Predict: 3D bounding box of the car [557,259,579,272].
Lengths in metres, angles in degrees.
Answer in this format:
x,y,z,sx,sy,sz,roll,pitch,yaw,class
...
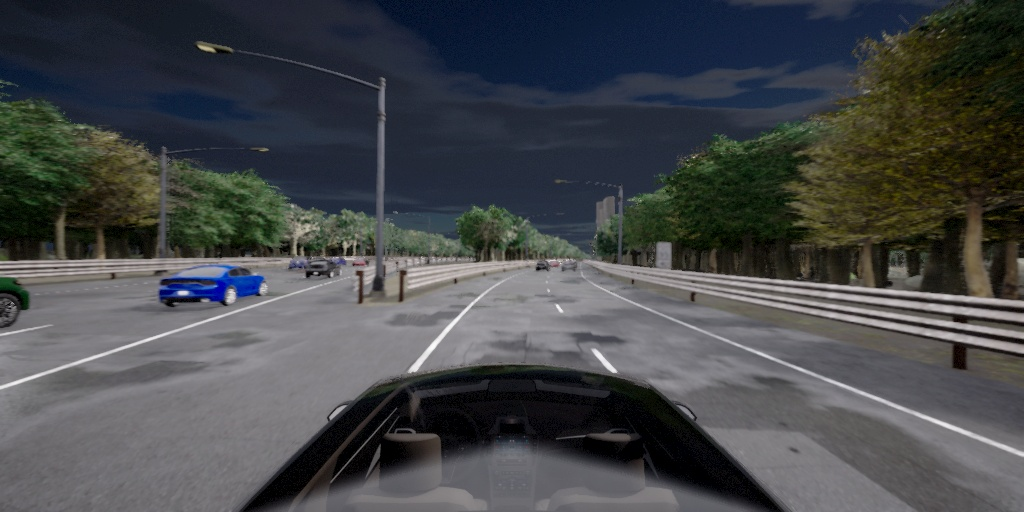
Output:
x,y,z,sx,sy,sz,roll,pitch,yaw,class
7.961,1.416,50.430,2.128,1.511,4.902,1,0,11,car

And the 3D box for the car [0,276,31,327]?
x,y,z,sx,sy,sz,roll,pitch,yaw,class
-13.264,0.801,6.987,2.150,2.045,5.566,1,0,-16,car

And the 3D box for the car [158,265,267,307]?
x,y,z,sx,sy,sz,roll,pitch,yaw,class
-11.789,1.091,14.560,1.882,1.535,5.008,1,0,-15,car

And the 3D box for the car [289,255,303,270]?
x,y,z,sx,sy,sz,roll,pitch,yaw,class
-25.681,0.785,44.454,2.097,1.767,4.553,1,0,-11,car

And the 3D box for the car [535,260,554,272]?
x,y,z,sx,sy,sz,roll,pitch,yaw,class
4.368,1.383,50.278,1.837,1.490,4.892,1,0,11,car

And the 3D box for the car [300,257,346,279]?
x,y,z,sx,sy,sz,roll,pitch,yaw,class
-15.583,1.076,29.877,1.837,1.490,4.892,1,0,-13,car

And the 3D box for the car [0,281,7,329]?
x,y,z,sx,sy,sz,roll,pitch,yaw,class
-8.691,1.170,3.489,1.812,1.442,4.674,1,0,-16,car

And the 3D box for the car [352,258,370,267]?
x,y,z,sx,sy,sz,roll,pitch,yaw,class
-24.815,1.026,59.186,1.994,1.385,4.181,1,0,-9,car
